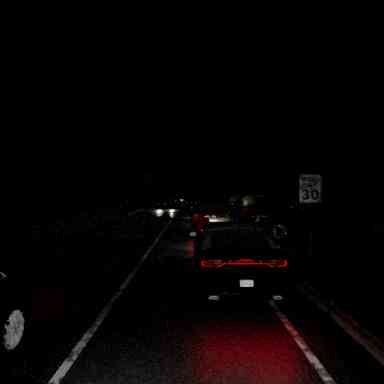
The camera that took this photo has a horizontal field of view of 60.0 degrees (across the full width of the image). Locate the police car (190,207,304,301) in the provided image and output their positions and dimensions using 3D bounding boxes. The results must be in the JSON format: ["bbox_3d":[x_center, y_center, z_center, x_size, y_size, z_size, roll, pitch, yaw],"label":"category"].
[{"bbox_3d":[0.973,1.420,8.504,1.930,1.638,5.238,0,0,0],"label":"police car"}]

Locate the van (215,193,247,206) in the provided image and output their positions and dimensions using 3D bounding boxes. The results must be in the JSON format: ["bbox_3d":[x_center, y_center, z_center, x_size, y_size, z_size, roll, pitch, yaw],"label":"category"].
[{"bbox_3d":[5.797,1.113,49.750,4.442,1.987,1.878,0,1,0],"label":"van"}]

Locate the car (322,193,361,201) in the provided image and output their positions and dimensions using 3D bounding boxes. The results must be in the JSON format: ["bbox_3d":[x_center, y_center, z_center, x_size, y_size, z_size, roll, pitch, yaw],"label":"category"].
[{"bbox_3d":[18.743,1.152,41.979,5.566,2.045,2.435,0,0,0],"label":"car"}]

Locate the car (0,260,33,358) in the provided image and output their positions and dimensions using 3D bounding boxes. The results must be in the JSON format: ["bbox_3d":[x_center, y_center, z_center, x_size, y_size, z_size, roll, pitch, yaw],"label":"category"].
[{"bbox_3d":[-3.351,1.504,3.200,1.837,1.490,4.892,0,0,0],"label":"car"}]

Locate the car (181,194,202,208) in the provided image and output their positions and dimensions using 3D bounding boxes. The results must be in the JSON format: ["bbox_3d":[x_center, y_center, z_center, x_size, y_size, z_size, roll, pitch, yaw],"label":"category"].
[{"bbox_3d":[0.007,1.420,45.089,2.033,1.411,5.357,0,0,1],"label":"car"}]

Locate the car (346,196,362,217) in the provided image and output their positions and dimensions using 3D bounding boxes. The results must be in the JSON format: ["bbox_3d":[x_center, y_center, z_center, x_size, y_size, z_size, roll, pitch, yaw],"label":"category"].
[{"bbox_3d":[18.969,1.443,33.651,5.366,1.575,1.946,0,0,0],"label":"car"}]

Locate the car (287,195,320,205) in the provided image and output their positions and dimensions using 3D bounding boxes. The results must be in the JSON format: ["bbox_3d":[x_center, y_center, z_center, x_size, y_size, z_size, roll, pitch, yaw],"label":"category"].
[{"bbox_3d":[18.721,1.315,55.860,4.792,1.488,2.163,0,1,0],"label":"car"}]

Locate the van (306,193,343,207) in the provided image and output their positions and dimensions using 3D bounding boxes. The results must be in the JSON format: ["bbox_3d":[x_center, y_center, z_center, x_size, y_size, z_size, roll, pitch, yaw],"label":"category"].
[{"bbox_3d":[18.880,1.134,47.532,4.442,1.987,1.878,0,1,0],"label":"van"}]

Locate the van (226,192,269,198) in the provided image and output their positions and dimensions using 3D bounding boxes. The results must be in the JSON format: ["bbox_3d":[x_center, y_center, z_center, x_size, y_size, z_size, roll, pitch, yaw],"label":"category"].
[{"bbox_3d":[5.594,1.229,30.124,4.442,1.987,1.878,0,0,0],"label":"van"}]

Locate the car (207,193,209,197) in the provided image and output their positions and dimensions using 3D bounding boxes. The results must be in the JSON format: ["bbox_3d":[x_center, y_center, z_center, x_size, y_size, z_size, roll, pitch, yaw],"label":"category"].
[{"bbox_3d":[5.660,1.279,60.965,4.674,1.452,2.002,0,1,0],"label":"car"}]

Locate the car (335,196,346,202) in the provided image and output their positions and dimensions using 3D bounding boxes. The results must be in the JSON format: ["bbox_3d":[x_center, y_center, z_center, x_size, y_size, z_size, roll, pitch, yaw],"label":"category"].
[{"bbox_3d":[18.751,1.468,36.423,4.792,1.488,2.163,0,0,0],"label":"car"}]

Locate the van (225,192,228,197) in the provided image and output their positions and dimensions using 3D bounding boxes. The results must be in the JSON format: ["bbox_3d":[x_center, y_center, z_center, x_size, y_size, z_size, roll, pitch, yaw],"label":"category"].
[{"bbox_3d":[5.823,1.221,32.925,4.442,1.987,1.878,0,0,0],"label":"van"}]

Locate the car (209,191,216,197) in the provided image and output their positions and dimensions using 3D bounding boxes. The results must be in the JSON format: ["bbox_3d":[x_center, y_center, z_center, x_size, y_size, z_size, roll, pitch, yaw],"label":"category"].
[{"bbox_3d":[5.656,1.112,46.946,5.566,2.045,2.435,0,1,0],"label":"car"}]

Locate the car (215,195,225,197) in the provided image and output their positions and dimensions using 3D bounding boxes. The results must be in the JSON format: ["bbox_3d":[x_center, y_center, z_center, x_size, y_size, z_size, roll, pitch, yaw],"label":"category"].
[{"bbox_3d":[5.699,1.408,41.340,4.892,1.521,2.231,0,0,0],"label":"car"}]

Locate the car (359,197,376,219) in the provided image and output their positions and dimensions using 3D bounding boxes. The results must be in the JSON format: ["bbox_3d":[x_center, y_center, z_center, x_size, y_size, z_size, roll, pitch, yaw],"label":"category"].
[{"bbox_3d":[18.784,1.454,30.874,5.008,1.535,2.097,0,0,0],"label":"car"}]

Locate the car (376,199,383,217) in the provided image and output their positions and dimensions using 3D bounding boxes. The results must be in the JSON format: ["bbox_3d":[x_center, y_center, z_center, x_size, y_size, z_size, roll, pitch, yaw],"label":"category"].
[{"bbox_3d":[18.787,1.461,28.096,4.892,1.521,2.231,0,0,0],"label":"car"}]

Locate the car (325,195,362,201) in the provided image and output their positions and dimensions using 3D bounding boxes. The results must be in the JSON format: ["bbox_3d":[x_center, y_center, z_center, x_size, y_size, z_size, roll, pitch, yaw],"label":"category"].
[{"bbox_3d":[18.805,1.451,39.206,4.792,1.488,2.163,0,0,0],"label":"car"}]

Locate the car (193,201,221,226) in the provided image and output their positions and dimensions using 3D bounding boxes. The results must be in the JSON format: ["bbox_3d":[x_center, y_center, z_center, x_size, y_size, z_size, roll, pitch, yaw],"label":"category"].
[{"bbox_3d":[0.970,1.471,24.415,1.837,1.490,4.892,0,0,0],"label":"car"}]

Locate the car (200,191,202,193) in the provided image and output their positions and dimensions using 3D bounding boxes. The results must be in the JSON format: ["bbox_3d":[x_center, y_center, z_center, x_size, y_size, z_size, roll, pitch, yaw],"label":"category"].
[{"bbox_3d":[5.795,0.936,94.603,5.366,1.575,1.946,0,1,0],"label":"car"}]

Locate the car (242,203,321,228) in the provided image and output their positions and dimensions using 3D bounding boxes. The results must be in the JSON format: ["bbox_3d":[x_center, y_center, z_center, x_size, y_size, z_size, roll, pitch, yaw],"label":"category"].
[{"bbox_3d":[5.726,1.505,21.710,4.674,1.452,2.002,0,0,0],"label":"car"}]

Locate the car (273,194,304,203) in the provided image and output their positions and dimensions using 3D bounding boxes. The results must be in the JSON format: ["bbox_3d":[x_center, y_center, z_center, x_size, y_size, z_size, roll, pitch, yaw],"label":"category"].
[{"bbox_3d":[18.552,1.208,64.186,5.366,1.575,1.946,0,0,0],"label":"car"}]

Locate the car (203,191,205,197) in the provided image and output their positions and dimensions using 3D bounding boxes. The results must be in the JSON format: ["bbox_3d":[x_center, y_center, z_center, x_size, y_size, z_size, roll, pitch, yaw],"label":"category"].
[{"bbox_3d":[5.625,0.937,66.569,5.566,2.045,2.435,0,1,0],"label":"car"}]

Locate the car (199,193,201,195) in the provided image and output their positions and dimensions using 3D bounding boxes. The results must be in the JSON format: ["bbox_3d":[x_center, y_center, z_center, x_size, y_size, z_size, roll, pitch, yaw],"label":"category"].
[{"bbox_3d":[-0.011,1.273,58.234,2.128,1.511,4.902,0,0,0],"label":"car"}]

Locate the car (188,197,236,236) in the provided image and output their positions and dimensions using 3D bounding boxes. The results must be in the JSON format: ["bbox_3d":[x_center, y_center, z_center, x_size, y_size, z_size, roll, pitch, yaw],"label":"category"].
[{"bbox_3d":[0.971,1.332,18.377,2.097,1.767,4.553,0,0,0],"label":"car"}]

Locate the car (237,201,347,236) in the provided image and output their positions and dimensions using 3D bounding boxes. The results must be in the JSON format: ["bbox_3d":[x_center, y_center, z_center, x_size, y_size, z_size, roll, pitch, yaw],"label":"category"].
[{"bbox_3d":[5.543,1.465,18.907,5.366,1.575,1.946,0,0,0],"label":"car"}]

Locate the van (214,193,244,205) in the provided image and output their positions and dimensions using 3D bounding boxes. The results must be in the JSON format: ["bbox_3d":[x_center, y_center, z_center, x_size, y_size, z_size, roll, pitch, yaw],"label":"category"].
[{"bbox_3d":[5.792,1.088,52.554,4.442,1.987,1.878,0,1,0],"label":"van"}]

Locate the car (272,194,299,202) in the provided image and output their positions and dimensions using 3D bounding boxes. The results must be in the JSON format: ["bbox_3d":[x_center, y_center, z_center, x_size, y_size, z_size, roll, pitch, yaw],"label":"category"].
[{"bbox_3d":[18.738,1.187,66.963,4.892,1.521,2.231,0,1,0],"label":"car"}]

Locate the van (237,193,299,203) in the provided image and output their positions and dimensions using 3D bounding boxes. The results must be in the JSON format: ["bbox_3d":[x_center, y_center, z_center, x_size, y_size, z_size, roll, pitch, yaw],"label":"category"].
[{"bbox_3d":[5.836,1.236,24.513,4.442,1.987,1.878,0,0,0],"label":"van"}]

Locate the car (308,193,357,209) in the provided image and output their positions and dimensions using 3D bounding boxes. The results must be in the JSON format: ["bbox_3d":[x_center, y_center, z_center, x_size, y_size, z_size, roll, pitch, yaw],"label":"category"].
[{"bbox_3d":[18.796,1.133,44.756,5.566,2.045,2.435,0,1,0],"label":"car"}]

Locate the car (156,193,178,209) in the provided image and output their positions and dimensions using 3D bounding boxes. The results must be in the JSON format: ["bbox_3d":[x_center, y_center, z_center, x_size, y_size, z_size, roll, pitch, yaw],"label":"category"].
[{"bbox_3d":[-3.358,1.103,43.505,2.150,2.045,5.566,0,0,0],"label":"car"}]

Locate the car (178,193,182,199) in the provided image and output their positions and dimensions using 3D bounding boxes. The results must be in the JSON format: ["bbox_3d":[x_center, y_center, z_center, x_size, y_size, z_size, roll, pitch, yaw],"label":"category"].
[{"bbox_3d":[-3.266,1.065,80.950,1.882,1.535,5.008,0,0,0],"label":"car"}]

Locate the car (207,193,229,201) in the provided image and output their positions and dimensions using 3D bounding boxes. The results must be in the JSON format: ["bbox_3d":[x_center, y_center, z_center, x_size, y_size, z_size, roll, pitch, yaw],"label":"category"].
[{"bbox_3d":[5.613,1.013,72.177,4.553,1.767,2.185,0,1,0],"label":"car"}]

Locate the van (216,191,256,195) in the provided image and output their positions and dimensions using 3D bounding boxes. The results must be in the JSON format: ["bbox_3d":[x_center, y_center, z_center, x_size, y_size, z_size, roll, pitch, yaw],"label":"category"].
[{"bbox_3d":[5.805,1.162,44.146,4.442,1.987,1.878,0,0,0],"label":"van"}]

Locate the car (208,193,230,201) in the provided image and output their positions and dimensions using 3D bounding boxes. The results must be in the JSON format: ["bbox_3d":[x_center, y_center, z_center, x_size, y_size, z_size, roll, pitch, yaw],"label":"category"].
[{"bbox_3d":[5.618,1.038,69.373,4.553,1.767,2.185,0,1,0],"label":"car"}]

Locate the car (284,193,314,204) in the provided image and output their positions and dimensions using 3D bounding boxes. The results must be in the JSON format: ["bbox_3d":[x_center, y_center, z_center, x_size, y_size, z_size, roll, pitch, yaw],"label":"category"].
[{"bbox_3d":[18.777,1.135,58.636,4.553,1.767,2.185,0,1,0],"label":"car"}]

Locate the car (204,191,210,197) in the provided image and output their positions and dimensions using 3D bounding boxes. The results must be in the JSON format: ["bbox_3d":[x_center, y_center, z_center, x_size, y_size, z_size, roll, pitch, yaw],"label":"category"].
[{"bbox_3d":[5.629,0.962,63.766,5.566,2.045,2.435,0,1,0],"label":"car"}]
